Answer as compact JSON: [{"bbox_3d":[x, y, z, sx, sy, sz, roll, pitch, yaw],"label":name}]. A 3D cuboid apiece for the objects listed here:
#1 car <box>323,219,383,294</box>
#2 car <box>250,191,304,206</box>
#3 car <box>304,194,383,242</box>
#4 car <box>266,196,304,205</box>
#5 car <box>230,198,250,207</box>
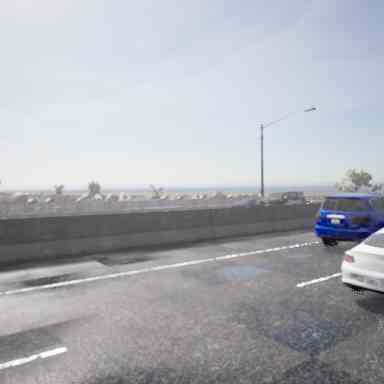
[{"bbox_3d":[5.157,1.436,7.372,4.674,1.442,1.812,-1,0,-35],"label":"car"},{"bbox_3d":[8.452,0.954,31.347,5.566,2.045,2.150,-1,0,-35],"label":"car"},{"bbox_3d":[7.167,1.079,13.070,5.566,2.045,2.150,-1,0,-35],"label":"car"},{"bbox_3d":[8.417,1.324,27.040,4.181,1.385,1.994,-1,0,-35],"label":"car"},{"bbox_3d":[5.800,1.305,33.757,4.181,1.385,1.994,-1,0,-35],"label":"car"}]
